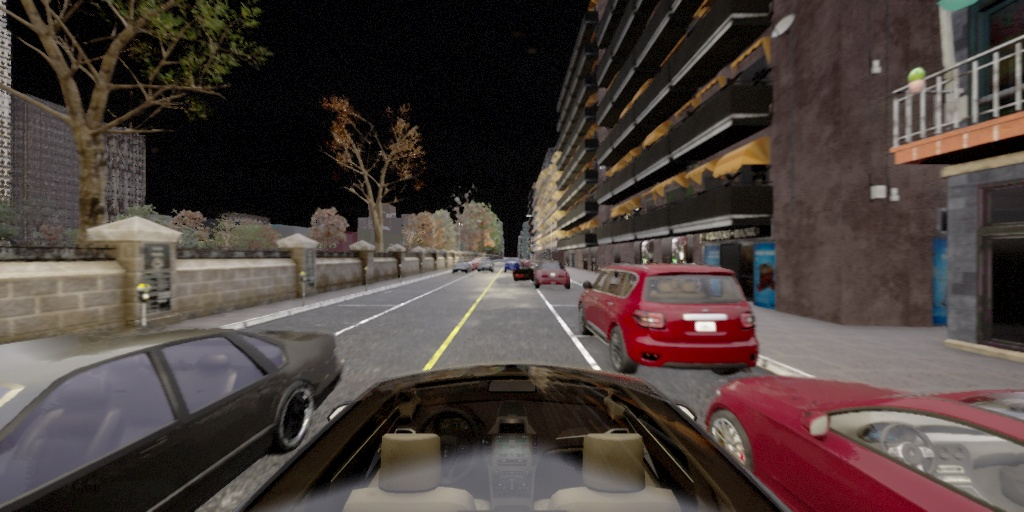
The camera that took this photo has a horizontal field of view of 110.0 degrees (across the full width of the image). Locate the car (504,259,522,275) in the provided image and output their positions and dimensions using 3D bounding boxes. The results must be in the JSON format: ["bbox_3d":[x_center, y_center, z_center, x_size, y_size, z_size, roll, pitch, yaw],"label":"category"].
[{"bbox_3d":[0.013,1.217,44.316,1.882,1.535,5.008,0,0,1],"label":"car"}]

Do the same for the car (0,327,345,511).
[{"bbox_3d":[-3.102,1.297,2.367,2.033,1.411,5.357,0,0,0],"label":"car"}]

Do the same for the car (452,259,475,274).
[{"bbox_3d":[-5.694,1.305,41.157,1.948,1.339,4.313,0,0,0],"label":"car"}]

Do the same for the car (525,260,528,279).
[{"bbox_3d":[2.687,1.291,35.527,2.007,1.370,4.403,0,0,0],"label":"car"}]

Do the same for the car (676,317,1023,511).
[{"bbox_3d":[2.691,1.332,1.745,1.802,1.307,4.207,0,0,0],"label":"car"}]

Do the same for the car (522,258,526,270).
[{"bbox_3d":[2.684,1.334,63.675,1.802,1.307,4.207,0,0,0],"label":"car"}]

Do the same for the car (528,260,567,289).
[{"bbox_3d":[2.386,1.095,23.055,2.097,1.767,4.553,0,0,0],"label":"car"}]

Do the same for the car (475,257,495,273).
[{"bbox_3d":[-3.092,1.243,42.977,1.837,1.490,4.892,0,0,0],"label":"car"}]

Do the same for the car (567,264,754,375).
[{"bbox_3d":[2.691,1.062,7.374,2.192,1.841,5.009,0,0,0],"label":"car"}]

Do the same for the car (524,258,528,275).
[{"bbox_3d":[2.687,1.285,41.157,1.888,1.381,4.507,0,0,0],"label":"car"}]
